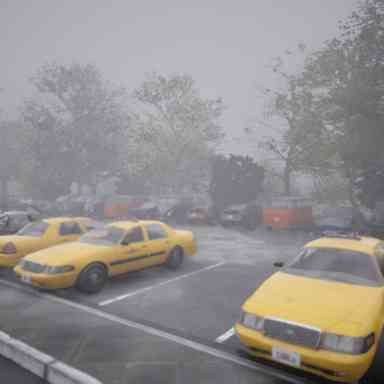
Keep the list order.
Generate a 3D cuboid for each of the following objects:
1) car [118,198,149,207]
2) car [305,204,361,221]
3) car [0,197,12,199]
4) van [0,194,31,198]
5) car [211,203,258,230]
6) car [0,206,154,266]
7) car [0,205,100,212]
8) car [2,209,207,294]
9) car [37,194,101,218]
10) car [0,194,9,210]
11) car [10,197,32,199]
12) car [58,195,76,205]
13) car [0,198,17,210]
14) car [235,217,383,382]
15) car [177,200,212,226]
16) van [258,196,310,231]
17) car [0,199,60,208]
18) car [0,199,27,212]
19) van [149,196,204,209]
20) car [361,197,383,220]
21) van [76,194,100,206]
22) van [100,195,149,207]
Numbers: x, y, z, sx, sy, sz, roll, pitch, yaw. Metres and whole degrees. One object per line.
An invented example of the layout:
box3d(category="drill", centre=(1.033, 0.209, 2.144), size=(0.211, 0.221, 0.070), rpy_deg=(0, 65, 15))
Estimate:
box3d(category="car", centre=(-3.020, 1.491, 26.407), size=(2.097, 1.535, 5.008), rpy_deg=(0, 0, 36))
box3d(category="car", centre=(8.175, 1.534, 18.266), size=(2.163, 1.488, 4.792), rpy_deg=(0, 0, 36))
box3d(category="car", centre=(-18.833, 1.598, 37.845), size=(2.002, 1.452, 4.674), rpy_deg=(0, 0, 36))
box3d(category="van", centre=(-21.012, 1.341, 39.562), size=(1.878, 1.987, 4.442), rpy_deg=(0, 0, 36))
box3d(category="car", centre=(3.619, 1.513, 21.633), size=(2.163, 1.488, 4.792), rpy_deg=(0, 0, 36))
box3d(category="car", centre=(-3.894, 1.486, 11.118), size=(1.946, 1.575, 5.366), rpy_deg=(0, 0, 36))
box3d(category="car", centre=(-6.248, 1.487, 12.585), size=(2.231, 1.521, 4.892), rpy_deg=(0, 0, 36))
box3d(category="car", centre=(-1.962, 1.494, 9.262), size=(1.946, 1.575, 5.366), rpy_deg=(0, 0, 36))
box3d(category="car", centre=(-12.017, 1.278, 32.875), size=(2.435, 2.045, 5.566), rpy_deg=(0, 0, 36))
box3d(category="car", centre=(-27.829, 1.345, 44.316), size=(2.435, 2.045, 5.566), rpy_deg=(0, 0, 36))
box3d(category="car", centre=(-16.492, 1.548, 36.142), size=(2.097, 1.535, 5.008), rpy_deg=(0, 0, 36))
box3d(category="car", centre=(-9.772, 1.268, 31.252), size=(2.435, 2.045, 5.566), rpy_deg=(0, 0, 36))
box3d(category="car", centre=(-25.470, 1.586, 42.637), size=(2.097, 1.535, 5.008), rpy_deg=(0, 0, 36))
box3d(category="car", centre=(2.634, 1.522, 5.937), size=(1.946, 1.575, 5.366), rpy_deg=(0, 0, 36))
box3d(category="car", centre=(1.481, 1.510, 23.180), size=(2.163, 1.488, 4.792), rpy_deg=(0, 0, 36))
box3d(category="van", centre=(5.916, 1.266, 20.079), size=(1.878, 1.987, 4.442), rpy_deg=(0, 0, 36))
box3d(category="car", centre=(-8.479, 1.364, 14.245), size=(2.185, 1.767, 4.553), rpy_deg=(0, 0, 36))
box3d(category="car", centre=(-23.223, 1.616, 41.015), size=(2.002, 1.452, 4.674), rpy_deg=(0, 0, 36))
box3d(category="van", centre=(-0.830, 1.258, 24.682), size=(1.878, 1.987, 4.442), rpy_deg=(0, 0, 36))
box3d(category="car", centre=(10.453, 1.268, 16.688), size=(2.435, 2.045, 5.566), rpy_deg=(0, 0, 36))
box3d(category="van", centre=(-7.581, 1.284, 29.556), size=(1.878, 1.987, 4.442), rpy_deg=(0, 0, 36))
box3d(category="van", centre=(-5.199, 1.275, 28.121), size=(1.878, 1.987, 4.442), rpy_deg=(0, 0, 36))
